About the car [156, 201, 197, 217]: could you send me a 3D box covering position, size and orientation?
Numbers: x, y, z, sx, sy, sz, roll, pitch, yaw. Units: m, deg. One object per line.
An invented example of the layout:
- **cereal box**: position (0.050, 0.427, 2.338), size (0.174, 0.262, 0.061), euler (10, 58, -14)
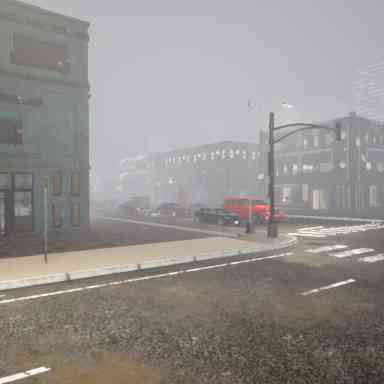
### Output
- **car**: position (-2.011, 1.820, 35.616), size (1.882, 1.535, 5.008), euler (-1, 0, -35)

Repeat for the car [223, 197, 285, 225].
- **car**: position (4.618, 1.435, 26.281), size (2.150, 2.045, 5.566), euler (-1, -1, -35)

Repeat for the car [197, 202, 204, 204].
- **car**: position (0.784, 1.903, 41.663), size (1.802, 1.307, 4.206), euler (-2, 0, -35)

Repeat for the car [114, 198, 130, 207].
- **car**: position (-8.058, 1.951, 44.146), size (2.128, 1.511, 4.902), euler (-1, 0, -35)

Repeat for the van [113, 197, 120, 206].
- **van**: position (-12.047, 1.906, 59.709), size (1.690, 1.788, 3.998), euler (-1, 0, -35)

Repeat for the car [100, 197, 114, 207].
- **car**: position (-15.254, 1.939, 64.221), size (2.192, 1.841, 5.009), euler (-1, 0, -35)

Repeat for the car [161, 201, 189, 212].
- **car**: position (-2.421, 1.965, 46.174), size (1.802, 1.307, 4.206), euler (-2, 0, -35)

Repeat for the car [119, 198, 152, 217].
- **car**: position (-6.048, 1.846, 36.806), size (1.967, 1.590, 4.097), euler (-1, 0, -35)

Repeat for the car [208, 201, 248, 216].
- **car**: position (3.990, 1.809, 37.151), size (2.008, 1.369, 4.403), euler (-2, 0, -35)

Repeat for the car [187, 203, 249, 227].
- **car**: position (1.894, 1.814, 25.425), size (1.947, 1.339, 4.313), euler (-1, 0, -35)

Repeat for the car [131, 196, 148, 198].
- **car**: position (-8.255, 1.702, 49.919), size (2.150, 2.045, 5.566), euler (-1, 0, -35)

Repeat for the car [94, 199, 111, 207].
- **car**: position (-18.455, 2.227, 68.733), size (1.887, 1.381, 4.507), euler (-1, 0, -35)

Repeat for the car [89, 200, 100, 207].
- **car**: position (-18.294, 2.268, 64.053), size (1.895, 1.301, 4.718), euler (-1, 0, -36)
